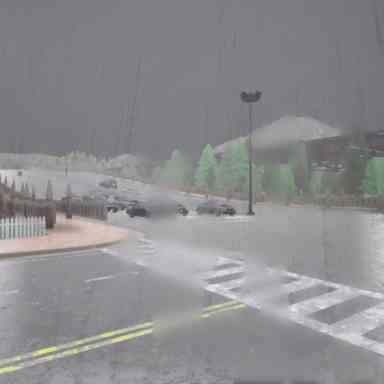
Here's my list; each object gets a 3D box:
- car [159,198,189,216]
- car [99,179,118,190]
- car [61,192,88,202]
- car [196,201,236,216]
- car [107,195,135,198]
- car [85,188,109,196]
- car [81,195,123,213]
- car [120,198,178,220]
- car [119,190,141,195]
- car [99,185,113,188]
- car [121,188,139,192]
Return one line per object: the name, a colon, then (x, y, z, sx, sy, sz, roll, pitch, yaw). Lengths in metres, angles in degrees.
car: (-2.152, 1.555, 31.937, 1.994, 1.385, 4.181, 0, 0, -37)
car: (-17.587, -1.706, 70.043, 2.150, 2.045, 5.566, 0, 7, -37)
car: (-16.050, 0.904, 44.505, 1.837, 1.490, 4.892, 0, 4, -37)
car: (2.266, 1.558, 31.909, 1.994, 1.385, 4.181, 0, 0, -37)
car: (-8.159, 1.412, 39.854, 1.994, 1.385, 4.181, 0, 2, -37)
car: (-14.190, 0.635, 47.859, 2.097, 1.767, 4.553, 0, 4, -37)
car: (-9.858, 1.451, 36.298, 2.033, 1.411, 5.357, 0, 2, -37)
car: (-3.781, 1.543, 28.292, 2.033, 1.411, 5.357, 0, 0, -37)
car: (-9.274, 1.007, 47.148, 1.882, 1.535, 5.008, 0, 4, -37)
car: (-15.405, 0.170, 55.382, 1.837, 1.490, 4.892, 0, 6, -37)
car: (-11.465, -0.064, 62.020, 1.895, 1.301, 4.718, 0, 7, -37)
